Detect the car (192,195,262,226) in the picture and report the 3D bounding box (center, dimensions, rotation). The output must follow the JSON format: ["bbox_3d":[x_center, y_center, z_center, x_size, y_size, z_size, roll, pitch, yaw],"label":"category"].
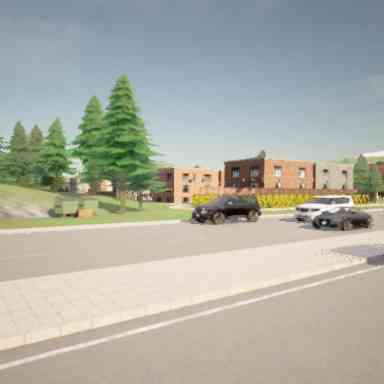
[{"bbox_3d":[2.655,1.250,24.300,5.566,2.045,2.150,0,0,-35],"label":"car"}]

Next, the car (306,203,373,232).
[{"bbox_3d":[9.283,1.599,20.419,4.181,1.385,1.994,0,0,-35],"label":"car"}]

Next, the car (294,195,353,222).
[{"bbox_3d":[10.213,1.263,25.366,5.566,2.045,2.150,0,0,-35],"label":"car"}]
